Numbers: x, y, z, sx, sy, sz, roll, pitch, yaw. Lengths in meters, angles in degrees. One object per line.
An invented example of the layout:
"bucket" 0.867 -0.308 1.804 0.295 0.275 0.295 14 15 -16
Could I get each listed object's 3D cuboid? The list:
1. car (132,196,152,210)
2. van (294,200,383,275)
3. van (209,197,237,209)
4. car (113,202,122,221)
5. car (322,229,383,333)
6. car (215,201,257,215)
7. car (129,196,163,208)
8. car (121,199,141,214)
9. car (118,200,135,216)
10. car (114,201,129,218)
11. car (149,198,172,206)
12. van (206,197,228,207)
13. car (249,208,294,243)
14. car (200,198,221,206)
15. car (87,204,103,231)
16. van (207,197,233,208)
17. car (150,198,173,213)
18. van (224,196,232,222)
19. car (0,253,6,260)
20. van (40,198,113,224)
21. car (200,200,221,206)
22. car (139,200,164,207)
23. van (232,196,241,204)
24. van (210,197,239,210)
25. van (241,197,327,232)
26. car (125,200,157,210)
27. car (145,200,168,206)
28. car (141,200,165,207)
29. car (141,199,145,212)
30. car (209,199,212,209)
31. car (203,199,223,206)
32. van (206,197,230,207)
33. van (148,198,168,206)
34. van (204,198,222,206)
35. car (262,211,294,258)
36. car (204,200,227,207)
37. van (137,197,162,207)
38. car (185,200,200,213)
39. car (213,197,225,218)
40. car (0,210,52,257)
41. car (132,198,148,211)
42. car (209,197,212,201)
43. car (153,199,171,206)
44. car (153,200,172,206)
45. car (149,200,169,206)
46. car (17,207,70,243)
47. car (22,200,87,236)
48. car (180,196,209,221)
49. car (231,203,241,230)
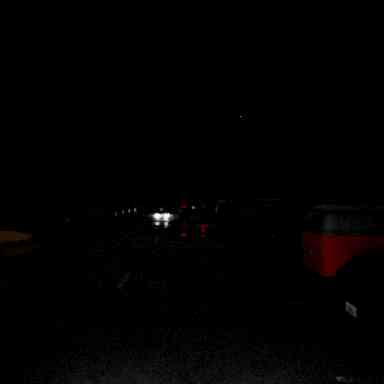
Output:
"car" -8.070 1.750 44.382 4.553 1.767 2.185 0 -1 0
"van" 5.157 1.279 8.382 4.442 1.987 1.878 0 0 0
"van" 5.158 1.774 55.342 4.442 1.987 1.878 0 -1 0
"car" -8.068 1.684 24.948 4.792 1.488 2.163 0 -1 0
"car" 5.011 1.525 5.487 4.792 1.488 2.163 0 0 0
"car" 5.044 1.853 38.844 4.674 1.452 2.002 0 -1 0
"car" -8.009 1.782 58.263 5.566 2.045 2.435 0 -1 0
"car" -8.224 1.746 33.277 5.366 1.575 1.946 0 -1 0
"car" -8.068 1.747 30.500 4.792 1.488 2.163 0 -1 0
"car" -8.068 1.716 27.724 4.792 1.488 2.163 0 -1 0
"car" -8.065 2.528 85.999 5.566 2.045 2.435 0 -2 0
"van" 5.160 2.092 69.173 4.442 1.987 1.878 0 -2 0
"car" 5.069 1.566 13.792 4.792 1.488 2.163 0 -1 0
"car" 5.071 2.682 91.323 5.566 2.045 2.435 0 -2 0
"car" -8.010 1.621 19.396 4.792 1.488 2.163 0 -1 0
"van" 4.926 1.807 58.245 4.442 1.987 1.878 0 -1 0
"car" -3.601 1.854 41.404 2.128 1.511 4.902 0 -1 0
"van" 4.924 1.428 24.872 4.442 1.987 1.878 0 -1 0
"car" -3.596 1.571 2.500 1.994 1.385 4.181 0 0 0
"van" -7.923 1.397 22.175 4.442 1.987 1.878 0 -1 0
"car" 4.858 2.848 88.549 5.366 1.575 1.946 0 -2 0
"car" -8.035 2.286 66.565 4.674 1.452 2.002 0 -2 0
"van" 5.157 1.397 22.102 4.442 1.987 1.878 0 -1 0
"van" 5.159 1.744 52.697 4.442 1.987 1.878 0 -1 0
"van" 4.932 1.336 16.546 4.442 1.987 1.878 0 -1 0
"car" -8.035 2.010 52.708 4.674 1.452 2.002 0 -1 0
"car" -8.032 2.474 74.892 5.008 1.535 2.097 0 -2 0
"car" -8.067 2.352 69.342 4.792 1.488 2.163 0 -2 0
"car" -8.032 1.782 36.052 4.892 1.521 2.231 0 -1 0
"car" 5.039 1.914 44.258 4.674 1.452 2.002 0 -1 0
"car" 5.012 2.496 80.247 4.553 1.767 2.185 0 -2 0
"van" 4.925 1.940 63.635 4.442 1.987 1.878 0 -2 0
"van" -7.920 2.325 77.674 4.442 1.987 1.878 0 -2 0
"van" 5.160 2.472 83.019 4.442 1.987 1.878 0 -2 0
"car" 5.069 1.548 11.152 4.792 1.488 2.163 0 0 0
"car" 5.037 2.395 71.935 4.892 1.521 2.231 0 -2 0
"van" -8.154 1.944 63.798 4.442 1.987 1.878 0 -2 0
"car" 0.103 1.890 43.544 1.837 1.490 4.892 0 0 0
"car" 5.013 1.466 30.411 5.566 2.045 2.435 0 -1 0
"car" -7.854 1.515 11.076 5.366 1.575 1.946 0 0 0
"car" -8.045 1.814 38.828 4.892 1.521 2.231 0 -1 0
"car" 5.036 1.905 47.030 5.008 1.535 2.097 0 -1 0
"car" -8.005 2.733 88.767 4.553 1.767 2.185 0 -2 0
"car" -8.030 2.941 91.539 5.008 1.535 2.097 0 -2 0
"car" -8.034 2.667 80.441 4.674 1.452 2.002 0 -2 0
"car" -8.046 1.538 13.844 4.892 1.521 2.231 0 0 0
"car" -8.008 1.437 16.624 4.553 1.767 2.185 0 -1 0
"car" 0.101 1.439 29.382 2.150 2.045 5.566 0 -2 0
"car" 5.045 1.591 19.329 5.008 1.535 2.097 0 -1 0
